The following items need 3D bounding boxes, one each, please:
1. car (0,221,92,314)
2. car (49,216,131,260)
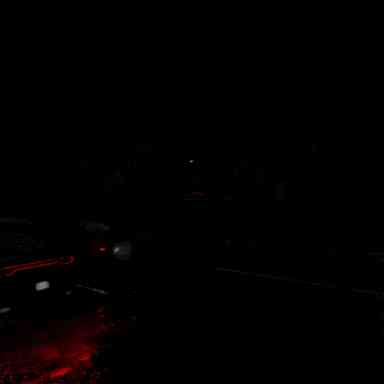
[{"bbox_3d":[-4.612,1.479,7.283,5.008,1.535,1.882,0,0,36],"label":"car"},{"bbox_3d":[-4.077,1.530,11.214,4.674,1.442,1.812,0,0,36],"label":"car"}]
